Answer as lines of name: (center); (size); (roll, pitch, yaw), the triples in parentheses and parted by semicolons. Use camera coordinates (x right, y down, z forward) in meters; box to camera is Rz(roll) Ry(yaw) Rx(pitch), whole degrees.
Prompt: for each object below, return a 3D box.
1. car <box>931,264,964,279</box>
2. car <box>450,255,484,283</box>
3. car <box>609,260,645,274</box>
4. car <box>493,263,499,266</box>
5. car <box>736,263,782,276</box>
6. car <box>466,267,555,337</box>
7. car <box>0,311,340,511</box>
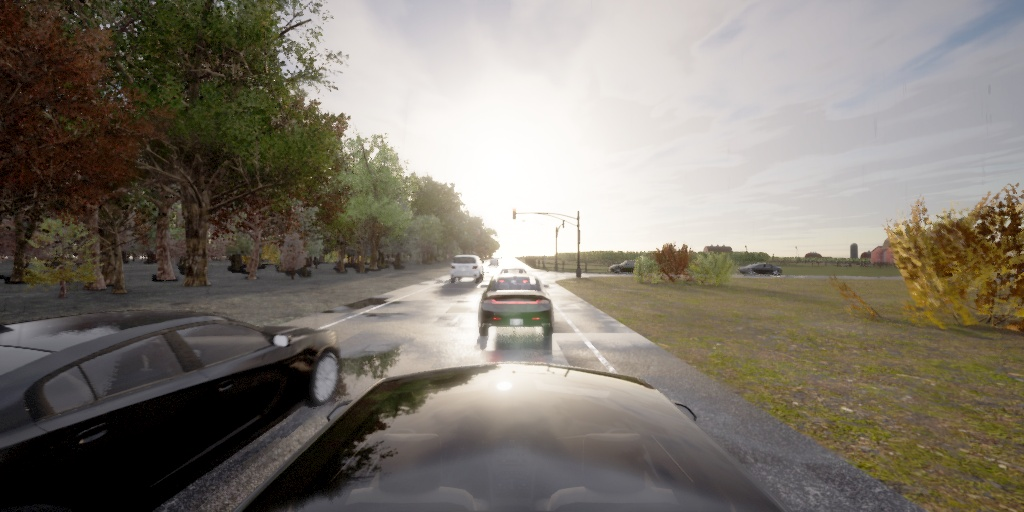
car: (48.857, 1.878, 39.292); (4.718, 1.301, 1.895); (1, -1, 1)
car: (-3.436, 0.976, 28.176); (2.150, 2.045, 5.566); (0, 0, 0)
car: (14.070, 1.313, 43.199); (4.553, 1.767, 2.097); (1, -1, 2)
car: (0.076, 1.300, 20.060); (2.033, 1.411, 5.357); (0, 0, 0)
car: (29.550, 1.632, 42.970); (4.892, 1.490, 1.837); (1, -1, 0)
car: (0.090, 1.243, 10.319); (2.128, 1.511, 4.902); (0, 0, 0)
car: (-3.402, 1.228, 3.182); (1.882, 1.535, 5.008); (0, 0, 0)
